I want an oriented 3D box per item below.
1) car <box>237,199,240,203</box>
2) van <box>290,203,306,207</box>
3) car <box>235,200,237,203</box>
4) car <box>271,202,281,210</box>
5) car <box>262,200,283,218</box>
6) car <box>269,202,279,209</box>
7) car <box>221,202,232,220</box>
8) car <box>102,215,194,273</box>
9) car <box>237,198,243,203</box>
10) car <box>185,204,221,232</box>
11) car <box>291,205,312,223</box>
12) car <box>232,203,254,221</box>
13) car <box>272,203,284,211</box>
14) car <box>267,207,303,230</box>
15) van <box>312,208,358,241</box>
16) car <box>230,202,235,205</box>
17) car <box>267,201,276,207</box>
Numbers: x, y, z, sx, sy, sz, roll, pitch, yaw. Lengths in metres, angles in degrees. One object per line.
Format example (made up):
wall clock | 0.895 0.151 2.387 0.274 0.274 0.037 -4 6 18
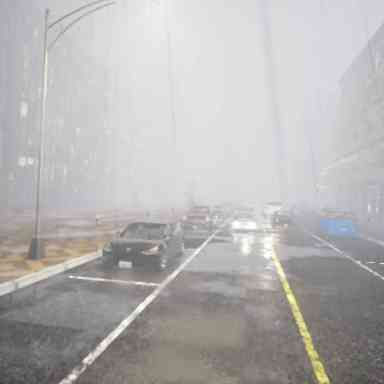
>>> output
car | 6.344 2.288 54.480 1.947 1.339 4.313 2 -1 10
van | 11.701 2.145 36.700 1.690 1.788 3.998 2 -1 10
car | 4.419 1.986 43.607 1.967 1.590 4.097 2 -1 10
car | 17.514 2.870 69.489 1.752 1.417 4.829 2 -1 10
car | 9.392 1.944 38.674 2.150 2.045 5.566 2 0 10
car | 18.478 2.963 74.927 1.752 1.417 4.829 2 -1 10
car | 2.484 1.920 32.731 2.008 1.369 4.403 2 -1 10
car | -1.378 1.591 10.983 1.947 1.339 4.313 2 0 10
car | 12.134 2.840 87.103 1.947 1.339 4.313 2 -1 10
car | 0.558 1.636 21.859 1.967 1.590 4.097 2 0 10
car | 10.728 2.261 31.261 1.887 1.381 4.507 2 -1 10
car | 5.282 2.098 33.446 1.895 1.301 4.718 2 -1 11
car | 16.518 2.816 63.885 1.947 1.339 4.313 2 -1 10
car | 7.127 2.116 25.960 1.895 1.301 4.718 2 0 10
van | 8.806 1.883 20.390 1.690 1.788 3.998 2 -1 10
car | 3.449 2.008 38.169 2.008 1.369 4.403 2 -1 10
car | 20.378 3.166 85.634 1.887 1.381 4.507 2 -1 10
